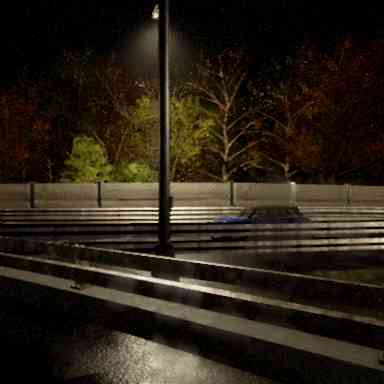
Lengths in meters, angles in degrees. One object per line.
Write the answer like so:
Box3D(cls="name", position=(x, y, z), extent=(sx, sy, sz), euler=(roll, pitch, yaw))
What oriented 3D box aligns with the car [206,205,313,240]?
Box3D(cls="car", position=(2.909, 1.368, 14.846), extent=(4.553, 1.767, 2.097), euler=(0, 0, -8))
